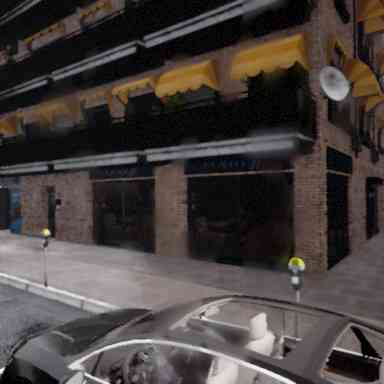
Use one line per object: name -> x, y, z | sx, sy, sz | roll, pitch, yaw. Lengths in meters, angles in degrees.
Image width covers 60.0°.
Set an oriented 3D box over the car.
car -> 0.206, 1.551, 2.585 | 4.403, 1.369, 2.008 | 0, -1, 36
